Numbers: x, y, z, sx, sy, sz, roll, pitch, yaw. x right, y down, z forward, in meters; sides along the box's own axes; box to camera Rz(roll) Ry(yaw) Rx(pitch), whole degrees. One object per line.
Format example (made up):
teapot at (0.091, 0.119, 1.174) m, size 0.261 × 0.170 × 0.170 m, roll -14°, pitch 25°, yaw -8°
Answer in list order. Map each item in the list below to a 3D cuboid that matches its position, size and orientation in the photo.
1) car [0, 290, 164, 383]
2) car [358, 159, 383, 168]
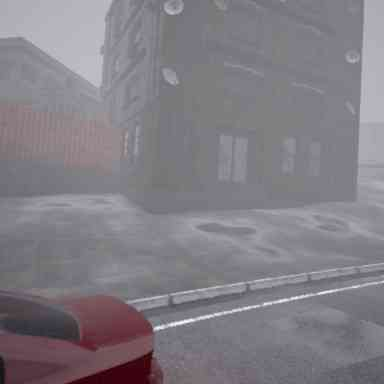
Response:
car at (-2.573, 1.472, 1.925) m, size 5.008 × 1.535 × 1.882 m, roll 0°, pitch 0°, yaw -35°
car at (22.585, -3.263, 42.058) m, size 4.553 × 1.767 × 2.185 m, roll 2°, pitch -3°, yaw 16°
